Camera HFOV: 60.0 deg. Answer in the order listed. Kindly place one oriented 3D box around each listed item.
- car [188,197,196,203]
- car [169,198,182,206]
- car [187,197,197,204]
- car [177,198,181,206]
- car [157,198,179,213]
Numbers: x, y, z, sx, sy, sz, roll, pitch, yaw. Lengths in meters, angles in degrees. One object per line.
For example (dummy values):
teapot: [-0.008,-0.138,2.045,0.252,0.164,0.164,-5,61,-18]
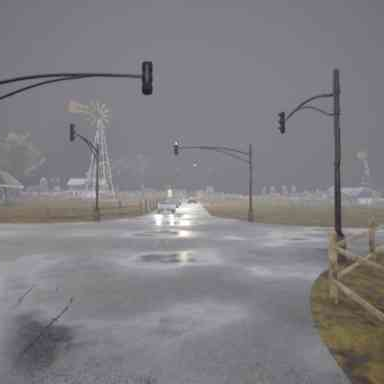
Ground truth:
car: [-0.041,1.848,79.163,1.812,1.442,4.674,0,0,0]
car: [-2.842,1.737,59.146,2.033,1.411,5.357,0,0,0]
car: [0.057,1.778,69.151,1.812,1.442,4.674,0,0,0]
car: [-2.859,1.636,48.582,1.837,1.490,4.892,0,0,0]
car: [-2.865,1.685,38.199,1.895,1.301,4.718,0,0,0]
